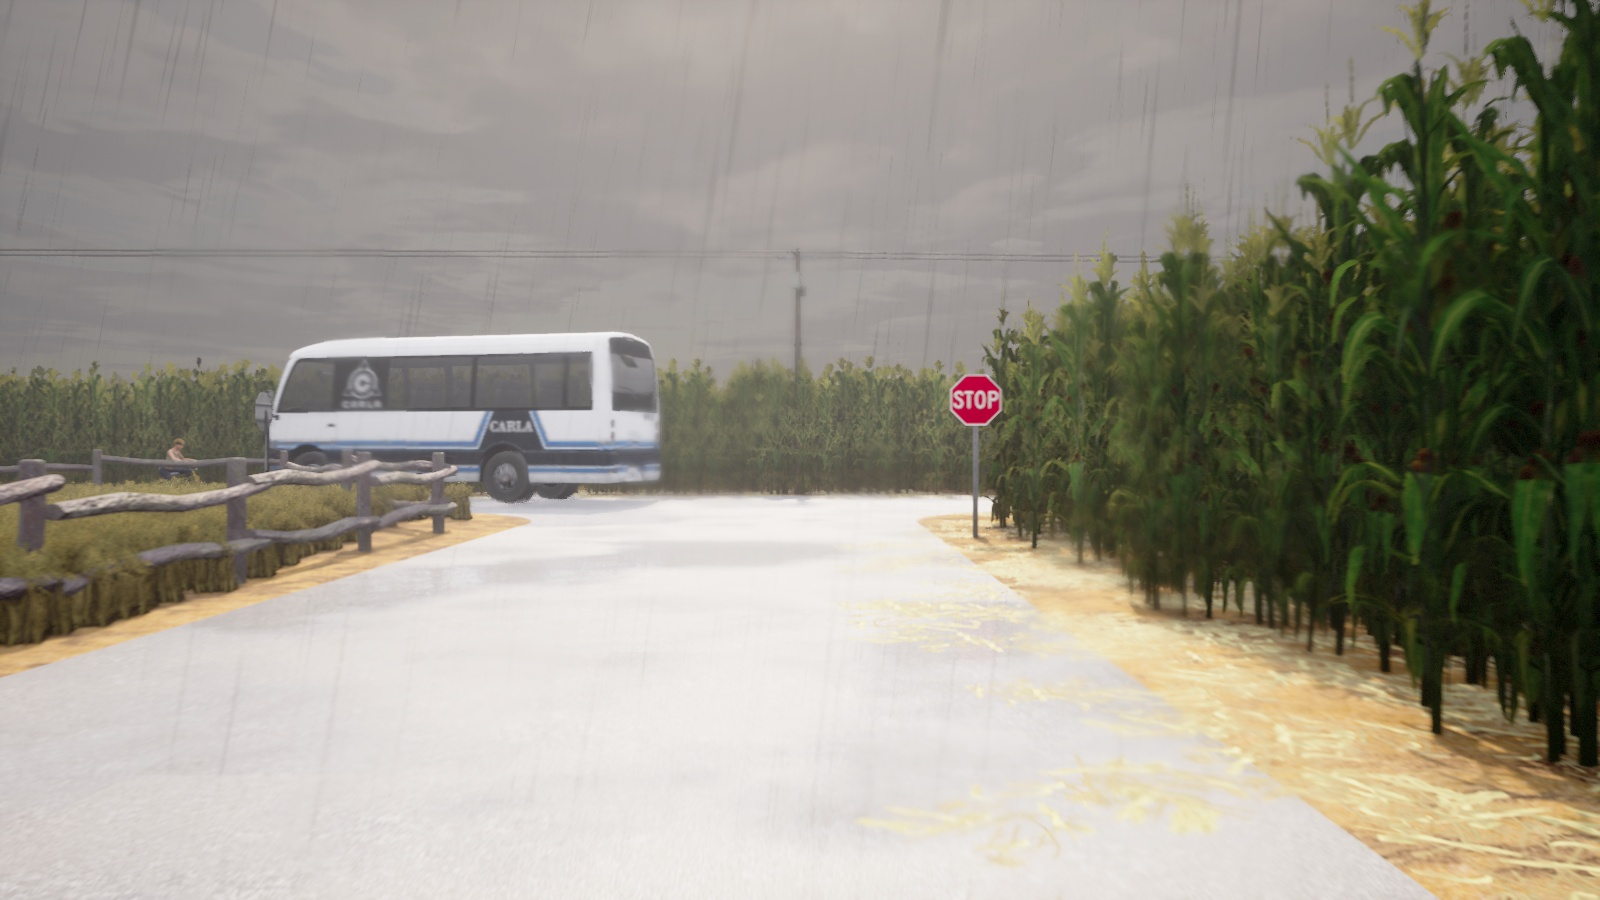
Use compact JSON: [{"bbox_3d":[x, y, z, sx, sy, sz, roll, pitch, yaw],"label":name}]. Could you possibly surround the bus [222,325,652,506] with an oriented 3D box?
[{"bbox_3d":[-9.401,-0.822,32.812,10.273,4.253,3.944,0,0,16],"label":"bus"}]
